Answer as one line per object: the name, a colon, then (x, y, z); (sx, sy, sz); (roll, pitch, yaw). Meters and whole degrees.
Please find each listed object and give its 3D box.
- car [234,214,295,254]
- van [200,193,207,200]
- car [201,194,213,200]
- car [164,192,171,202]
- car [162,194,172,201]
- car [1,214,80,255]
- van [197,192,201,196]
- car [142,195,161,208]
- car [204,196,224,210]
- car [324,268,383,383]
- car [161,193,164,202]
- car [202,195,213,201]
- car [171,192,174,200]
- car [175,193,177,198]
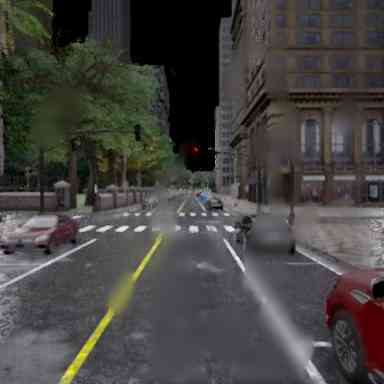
car: (2.756, 1.525, 13.216); (1.947, 1.339, 4.313); (0, 0, 0)
van: (2.741, 1.172, 55.913); (1.690, 1.788, 3.998); (0, 0, 0)
car: (2.744, 1.374, 50.663); (1.752, 1.417, 4.829); (0, 0, 0)
car: (-5.787, 1.254, 66.770); (1.967, 1.590, 4.097); (0, 0, 0)
car: (-5.791, 1.299, 77.442); (1.752, 1.417, 4.829); (0, 0, 0)
car: (-5.769, 1.561, 13.231); (1.802, 1.307, 4.206); (0, 0, 0)
van: (2.734, 1.094, 77.594); (1.690, 1.788, 3.998); (0, 0, 0)
car: (-5.780, 1.437, 45.089); (2.008, 1.369, 4.403); (0, 0, 0)
car: (2.748, 1.449, 39.652); (1.947, 1.339, 4.313); (0, 0, 0)
car: (2.758, 1.302, 2.364); (2.192, 1.841, 5.009); (0, 0, 0)
car: (-5.782, 1.309, 50.509); (1.967, 1.590, 4.097); (0, 0, 0)
car: (2.746, 1.432, 45.073); (1.947, 1.339, 4.313); (0, 0, 0)
car: (-5.790, 1.109, 72.190); (2.192, 1.841, 5.009); (0, 0, 0)
car: (-5.795, 1.046, 88.451); (2.192, 1.841, 5.009); (0, 0, 0)
